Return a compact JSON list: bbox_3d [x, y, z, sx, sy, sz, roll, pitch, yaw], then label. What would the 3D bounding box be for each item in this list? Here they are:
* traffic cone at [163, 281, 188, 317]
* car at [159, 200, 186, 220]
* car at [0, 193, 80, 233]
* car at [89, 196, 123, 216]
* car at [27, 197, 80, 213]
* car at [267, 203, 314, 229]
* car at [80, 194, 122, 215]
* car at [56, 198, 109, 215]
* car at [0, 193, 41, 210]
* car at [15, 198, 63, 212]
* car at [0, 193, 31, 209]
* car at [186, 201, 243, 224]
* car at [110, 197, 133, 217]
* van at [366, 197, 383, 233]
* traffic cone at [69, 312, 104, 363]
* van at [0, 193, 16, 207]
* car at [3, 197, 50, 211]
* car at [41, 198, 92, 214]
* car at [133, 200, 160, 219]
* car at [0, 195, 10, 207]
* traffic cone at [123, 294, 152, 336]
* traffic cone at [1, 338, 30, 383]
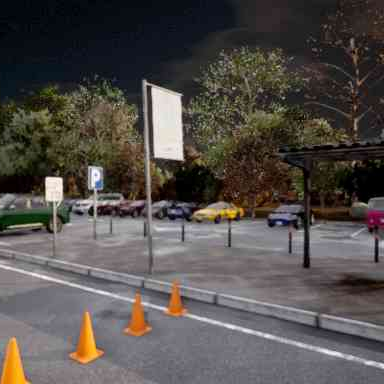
[{"bbox_3d":[-0.306,1.957,6.221,0.340,0.580,0.340,0,0,36],"label":"traffic cone"},{"bbox_3d":[-0.065,1.503,27.126,2.163,1.488,4.792,0,0,35],"label":"car"},{"bbox_3d":[-9.174,1.219,17.469,2.435,2.045,5.566,0,0,35],"label":"car"},{"bbox_3d":[-6.894,1.464,31.891,2.097,1.535,5.008,0,0,35],"label":"car"},{"bbox_3d":[-15.879,1.441,38.420,1.946,1.575,5.366,0,0,35],"label":"car"},{"bbox_3d":[6.716,1.513,22.293,2.163,1.488,4.792,0,0,35],"label":"car"},{"bbox_3d":[-9.185,1.209,33.459,2.435,2.045,5.566,0,0,35],"label":"car"},{"bbox_3d":[-11.443,1.459,35.072,2.231,1.521,4.892,0,0,35],"label":"car"},{"bbox_3d":[-22.818,1.149,43.031,2.435,2.045,5.566,0,0,35],"label":"car"},{"bbox_3d":[-18.271,1.465,39.838,2.163,1.488,4.792,0,0,35],"label":"car"},{"bbox_3d":[-25.057,1.129,44.673,2.435,2.045,5.566,1,0,35],"label":"car"},{"bbox_3d":[2.082,1.474,25.356,1.946,1.575,5.366,0,0,35],"label":"car"},{"bbox_3d":[-4.622,1.467,30.296,2.097,1.535,5.008,0,0,35],"label":"car"},{"bbox_3d":[11.343,1.264,19.223,1.878,1.987,4.442,0,0,35],"label":"van"},{"bbox_3d":[-1.456,1.957,4.589,0.340,0.580,0.340,0,0,35],"label":"traffic cone"},{"bbox_3d":[-27.279,1.130,46.341,1.878,1.987,4.442,1,0,35],"label":"van"},{"bbox_3d":[-20.515,1.448,41.484,2.163,1.488,4.792,0,0,35],"label":"car"},{"bbox_3d":[-13.716,1.452,36.669,2.097,1.535,5.008,0,0,35],"label":"car"},{"bbox_3d":[-2.350,1.472,28.702,2.231,1.521,4.892,0,0,35],"label":"car"},{"bbox_3d":[-29.511,1.327,47.993,1.946,1.575,5.366,1,0,35],"label":"car"},{"bbox_3d":[-0.881,1.957,5.405,0.340,0.580,0.340,0,0,35],"label":"traffic cone"},{"bbox_3d":[-2.030,1.957,3.772,0.340,0.580,0.340,0,0,35],"label":"traffic cone"}]
